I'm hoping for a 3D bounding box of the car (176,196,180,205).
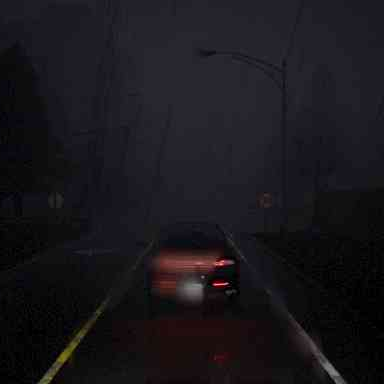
[{"bbox_3d":[-3.545,1.477,57.363,1.882,1.535,5.008,0,0,0],"label":"car"}]

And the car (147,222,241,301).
[{"bbox_3d":[0.059,1.492,8.281,2.128,1.511,4.902,0,0,0],"label":"car"}]

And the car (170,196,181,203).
[{"bbox_3d":[-3.454,1.564,69.400,1.994,1.385,4.181,0,0,0],"label":"car"}]

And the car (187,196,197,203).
[{"bbox_3d":[0.047,1.491,69.512,2.128,1.511,4.902,0,0,0],"label":"car"}]

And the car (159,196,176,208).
[{"bbox_3d":[-3.554,1.526,46.878,1.812,1.442,4.674,0,0,0],"label":"car"}]
